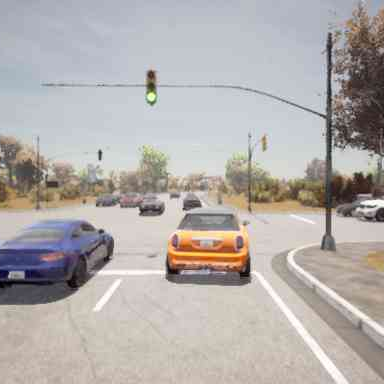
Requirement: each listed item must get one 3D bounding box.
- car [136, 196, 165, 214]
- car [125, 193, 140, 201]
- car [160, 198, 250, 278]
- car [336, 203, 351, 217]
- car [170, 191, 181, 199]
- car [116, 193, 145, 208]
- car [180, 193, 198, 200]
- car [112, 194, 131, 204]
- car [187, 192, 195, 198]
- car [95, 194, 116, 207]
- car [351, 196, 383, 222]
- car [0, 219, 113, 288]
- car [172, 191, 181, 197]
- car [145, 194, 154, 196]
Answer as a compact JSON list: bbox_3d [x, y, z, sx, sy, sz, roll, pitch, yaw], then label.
[{"bbox_3d":[-3.500,1.278,29.908,1.895,1.301,4.718,0,1,0],"label":"car"},{"bbox_3d":[-10.704,0.913,60.459,1.994,1.385,4.181,0,1,0],"label":"car"},{"bbox_3d":[0.668,1.242,10.065,2.097,1.767,4.553,0,1,9],"label":"car"},{"bbox_3d":[13.997,1.223,26.363,4.892,1.490,1.837,0,1,3],"label":"car"},{"bbox_3d":[-3.737,0.727,71.287,1.837,1.490,4.892,0,1,0],"label":"car"},{"bbox_3d":[-7.203,0.925,39.576,2.097,1.767,4.553,0,1,-1],"label":"car"},{"bbox_3d":[-0.018,1.125,35.298,1.837,1.490,4.892,0,1,0],"label":"car"},{"bbox_3d":[-10.700,1.017,50.712,1.994,1.385,4.181,0,1,2],"label":"car"},{"bbox_3d":[-0.233,0.721,81.466,1.895,1.301,4.718,0,1,0],"label":"car"},{"bbox_3d":[-10.728,1.053,41.831,1.837,1.490,4.892,0,1,0],"label":"car"},{"bbox_3d":[14.390,0.977,22.832,5.566,2.045,2.150,0,1,3],"label":"car"},{"bbox_3d":[-3.424,1.429,8.791,1.812,1.442,4.674,0,1,0],"label":"car"},{"bbox_3d":[-3.732,0.497,81.693,1.812,1.442,4.674,0,1,0],"label":"car"},{"bbox_3d":[-7.226,1.078,48.568,1.895,1.301,4.718,0,1,0],"label":"car"}]
